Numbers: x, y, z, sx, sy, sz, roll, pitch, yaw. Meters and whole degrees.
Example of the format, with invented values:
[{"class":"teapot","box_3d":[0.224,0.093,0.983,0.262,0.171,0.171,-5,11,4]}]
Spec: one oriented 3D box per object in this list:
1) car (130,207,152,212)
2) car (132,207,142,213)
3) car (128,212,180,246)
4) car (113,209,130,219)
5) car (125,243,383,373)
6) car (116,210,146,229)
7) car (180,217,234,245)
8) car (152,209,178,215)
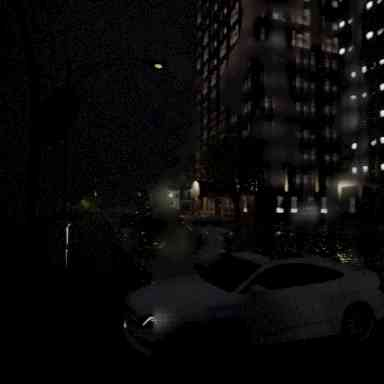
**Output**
[{"class":"car","box_3d":[-8.051,3.282,51.972,2.097,1.767,4.553,1,-2,-15]},{"class":"car","box_3d":[-14.146,4.723,85.735,2.033,1.411,5.357,1,-2,-16]},{"class":"car","box_3d":[-2.359,2.178,19.353,1.882,1.535,5.008,1,-2,-16]},{"class":"car","box_3d":[-11.277,3.363,51.450,2.128,1.511,4.902,1,-2,-15]},{"class":"car","box_3d":[1.203,1.785,5.825,4.674,1.442,1.812,1,-2,-18]},{"class":"car","box_3d":[-5.872,2.720,31.867,1.994,1.385,4.181,1,-2,-16]},{"class":"car","box_3d":[0.912,2.281,19.722,1.812,1.442,4.674,1,-2,-16]},{"class":"car","box_3d":[-1.996,2.612,30.085,1.882,1.535,5.008,1,-2,-16]}]
